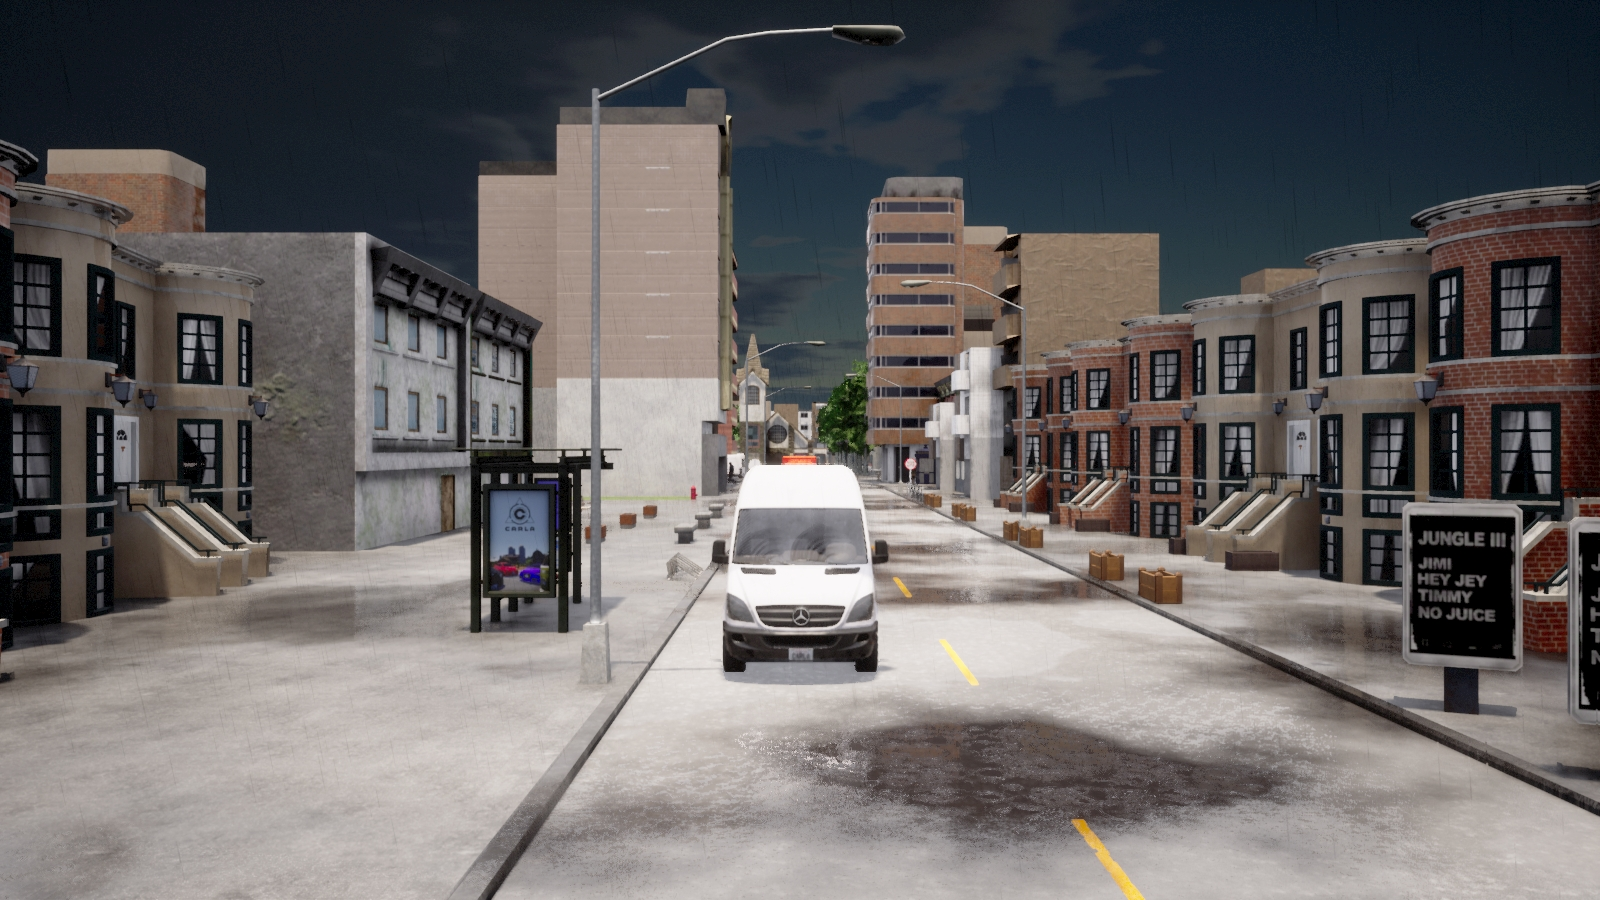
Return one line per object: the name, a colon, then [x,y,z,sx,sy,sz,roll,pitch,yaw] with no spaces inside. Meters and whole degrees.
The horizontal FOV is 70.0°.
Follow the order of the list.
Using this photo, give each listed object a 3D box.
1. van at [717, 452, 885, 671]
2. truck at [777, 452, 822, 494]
van: [0.008,1.320,16.485,1.988,2.561,5.915,0,0,0]
truck: [-0.039,1.374,69.806,2.627,2.467,5.204,0,0,0]
